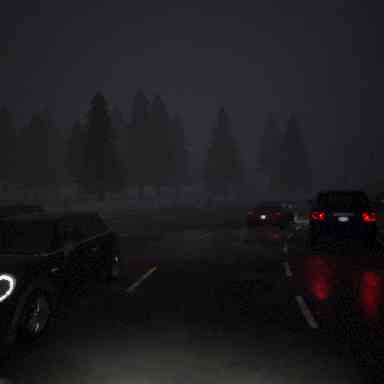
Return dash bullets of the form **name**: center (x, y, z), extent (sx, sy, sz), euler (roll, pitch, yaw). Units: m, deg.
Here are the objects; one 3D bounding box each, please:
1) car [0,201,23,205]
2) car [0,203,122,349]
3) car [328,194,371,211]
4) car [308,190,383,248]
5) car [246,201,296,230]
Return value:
- **car**: center (-5.958, 1.151, 9.675), extent (2.097, 1.767, 4.553), euler (0, 1, 12)
- **car**: center (-3.007, 1.220, 6.299), extent (2.097, 1.767, 4.553), euler (0, 1, 9)
- **car**: center (14.655, 0.920, 30.891), extent (4.181, 1.385, 1.994), euler (-1, 1, -40)
- **car**: center (5.981, 0.937, 13.554), extent (2.150, 2.045, 5.566), euler (0, 1, 21)
- **car**: center (4.433, 1.182, 18.291), extent (1.994, 1.385, 4.181), euler (0, 1, 26)
